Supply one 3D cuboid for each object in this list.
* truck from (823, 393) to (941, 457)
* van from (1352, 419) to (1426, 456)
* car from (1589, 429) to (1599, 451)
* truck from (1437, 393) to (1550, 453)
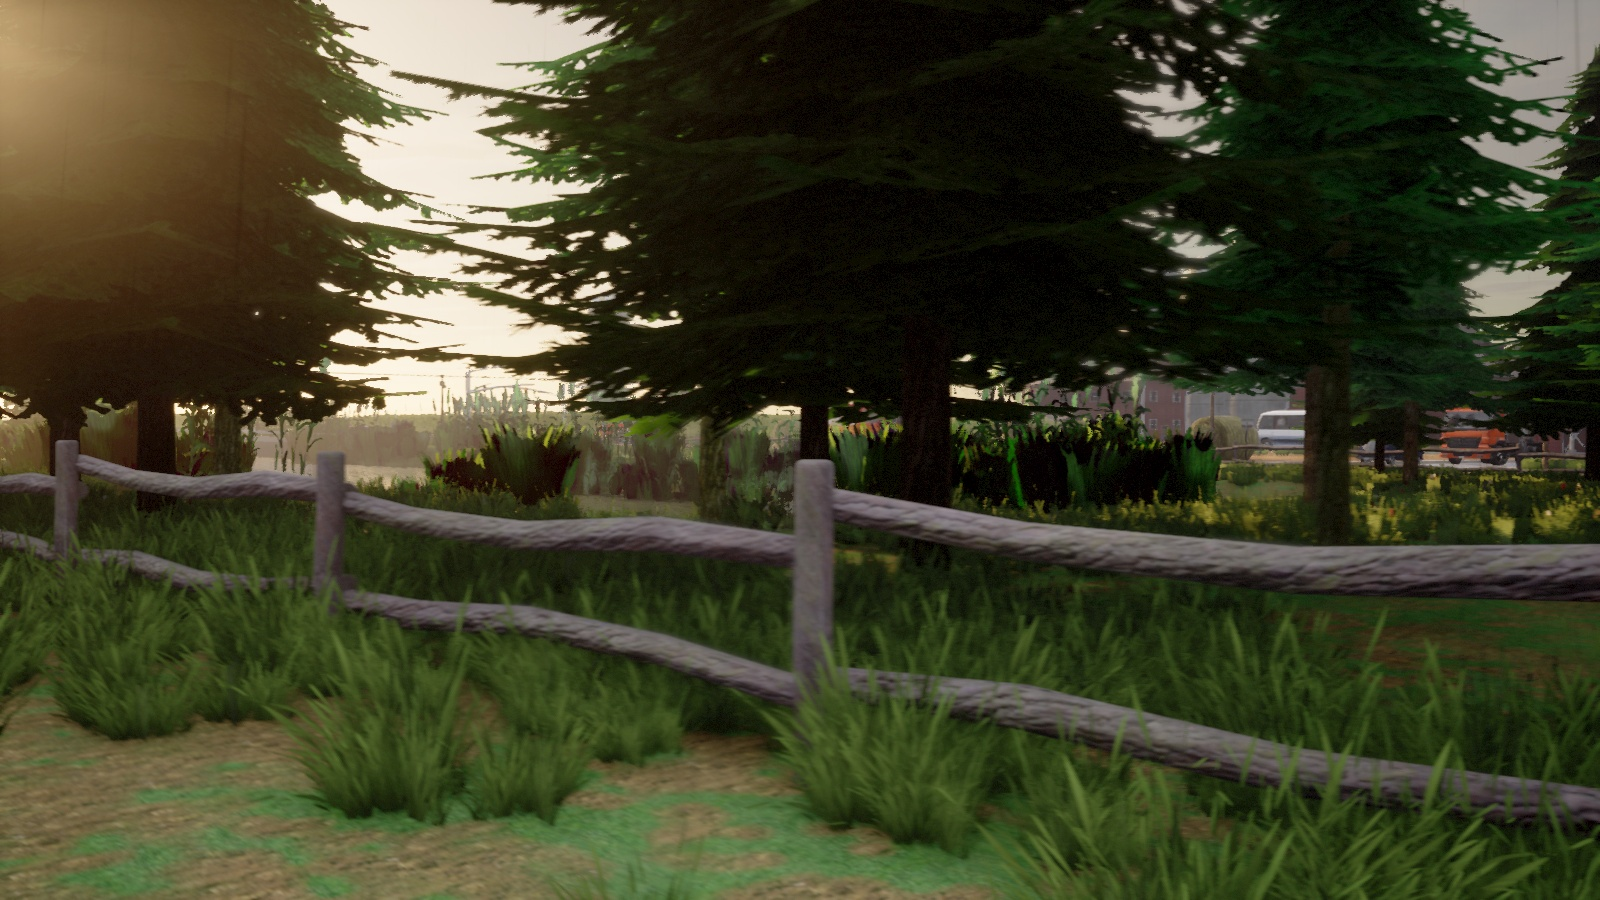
[{"bbox_3d":[5.083,-1.564,79.566,2.891,3.827,8.468,-1,1,-33],"label":"truck"},{"bbox_3d":[32.160,-0.701,68.520,4.442,1.987,1.775,-1,1,-36],"label":"van"},{"bbox_3d":[51.079,-0.646,77.980,4.718,1.301,1.895,-1,1,-36],"label":"car"},{"bbox_3d":[41.755,-1.614,75.507,7.936,3.462,2.891,-1,1,-36],"label":"truck"}]
